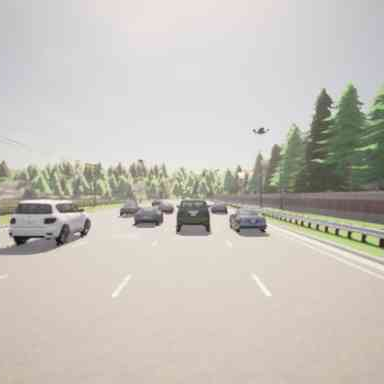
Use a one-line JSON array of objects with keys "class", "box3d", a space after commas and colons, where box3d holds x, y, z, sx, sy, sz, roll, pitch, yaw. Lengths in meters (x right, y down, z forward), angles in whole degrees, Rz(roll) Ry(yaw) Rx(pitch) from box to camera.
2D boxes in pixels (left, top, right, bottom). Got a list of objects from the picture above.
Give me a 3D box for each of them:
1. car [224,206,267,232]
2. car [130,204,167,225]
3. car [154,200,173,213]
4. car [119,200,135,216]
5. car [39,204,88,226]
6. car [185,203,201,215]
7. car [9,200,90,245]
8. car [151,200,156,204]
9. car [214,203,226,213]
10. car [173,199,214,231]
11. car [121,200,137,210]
[{"class": "car", "box3d": [3.586, 1.812, 21.977, 2.033, 1.411, 5.357, 0, -1, 0]}, {"class": "car", "box3d": [-3.417, 1.889, 26.846, 1.994, 1.385, 4.181, 0, -1, 0]}, {"class": "car", "box3d": [-3.428, 2.094, 44.007, 1.994, 1.385, 4.181, 0, -1, 0]}, {"class": "car", "box3d": [-6.924, 2.005, 37.934, 2.033, 1.411, 5.357, 0, -1, 0]}, {"class": "car", "box3d": [-10.417, 1.825, 27.399, 2.128, 1.511, 4.902, 0, -1, 0]}, {"class": "car", "box3d": [0.073, 2.105, 41.933, 1.895, 1.301, 4.718, 0, -1, 0]}, {"class": "car", "box3d": [-6.911, 1.428, 16.798, 2.150, 2.045, 5.566, 0, -1, 0]}, {"class": "car", "box3d": [-7.042, 2.303, 66.411, 1.837, 1.490, 4.892, 0, -1, 0]}, {"class": "car", "box3d": [3.573, 2.093, 44.090, 1.994, 1.385, 4.181, 0, -1, 0]}, {"class": "car", "box3d": [0.085, 1.499, 22.929, 2.150, 2.045, 5.566, 0, -1, 0]}, {"class": "car", "box3d": [-10.533, 2.180, 55.866, 1.837, 1.490, 4.892, 0, 0, 0]}]
